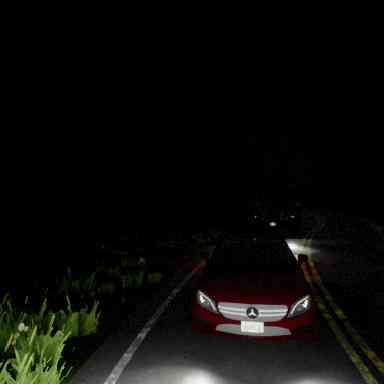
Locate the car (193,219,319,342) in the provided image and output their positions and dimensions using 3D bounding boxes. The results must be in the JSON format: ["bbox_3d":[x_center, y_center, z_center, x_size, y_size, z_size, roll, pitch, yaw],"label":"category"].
[{"bbox_3d":[1.224,1.534,6.709,1.812,1.442,4.674,-1,0,11],"label":"car"}]

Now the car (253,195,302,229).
[{"bbox_3d":[4.983,1.215,18.885,2.150,2.045,5.566,-2,-1,22],"label":"car"}]
